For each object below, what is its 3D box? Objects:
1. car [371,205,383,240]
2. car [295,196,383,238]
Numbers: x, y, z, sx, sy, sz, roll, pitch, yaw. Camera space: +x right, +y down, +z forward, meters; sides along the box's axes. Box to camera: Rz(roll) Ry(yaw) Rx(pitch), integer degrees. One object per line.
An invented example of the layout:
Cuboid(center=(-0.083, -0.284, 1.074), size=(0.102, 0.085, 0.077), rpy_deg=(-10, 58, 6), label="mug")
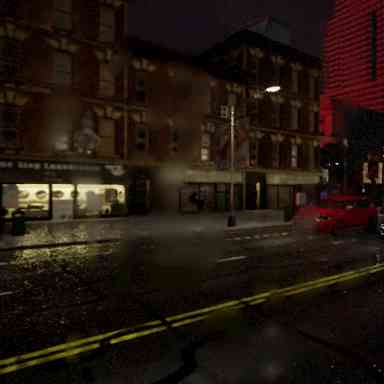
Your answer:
Cuboid(center=(11.055, 1.527, 16.197), size=(5.008, 1.535, 1.882), rpy_deg=(0, 0, -36), label="car")
Cuboid(center=(8.081, 1.268, 18.350), size=(5.566, 2.045, 2.150), rpy_deg=(0, 0, -35), label="car")
